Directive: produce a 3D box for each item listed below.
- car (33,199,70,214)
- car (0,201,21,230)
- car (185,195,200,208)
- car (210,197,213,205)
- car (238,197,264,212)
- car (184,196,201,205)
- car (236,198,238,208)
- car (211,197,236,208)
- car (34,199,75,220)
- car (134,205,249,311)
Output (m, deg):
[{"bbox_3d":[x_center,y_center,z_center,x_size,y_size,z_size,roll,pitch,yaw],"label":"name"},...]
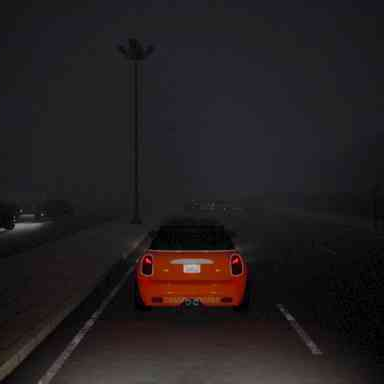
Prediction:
[{"bbox_3d":[-15.004,1.505,35.727,1.837,1.490,4.892,0,0,1],"label":"car"},{"bbox_3d":[-11.584,1.352,17.899,2.097,1.767,4.553,0,0,0],"label":"car"},{"bbox_3d":[0.146,1.352,49.211,2.097,1.767,4.553,0,0,0],"label":"car"},{"bbox_3d":[3.646,1.492,49.220,2.128,1.511,4.902,0,0,0],"label":"car"},{"bbox_3d":[7.081,1.352,39.249,2.097,1.767,4.553,0,0,0],"label":"car"},{"bbox_3d":[0.079,1.492,38.825,2.128,1.511,4.902,0,0,0],"label":"car"},{"bbox_3d":[7.146,1.547,49.200,2.033,1.411,5.357,0,0,0],"label":"car"},{"bbox_3d":[3.579,1.601,38.915,1.895,1.301,4.718,0,0,0],"label":"car"},{"bbox_3d":[-11.567,1.492,28.222,2.128,1.511,4.902,0,0,1],"label":"car"},{"bbox_3d":[-0.001,1.352,7.919,2.097,1.767,4.553,0,0,0],"label":"car"}]
